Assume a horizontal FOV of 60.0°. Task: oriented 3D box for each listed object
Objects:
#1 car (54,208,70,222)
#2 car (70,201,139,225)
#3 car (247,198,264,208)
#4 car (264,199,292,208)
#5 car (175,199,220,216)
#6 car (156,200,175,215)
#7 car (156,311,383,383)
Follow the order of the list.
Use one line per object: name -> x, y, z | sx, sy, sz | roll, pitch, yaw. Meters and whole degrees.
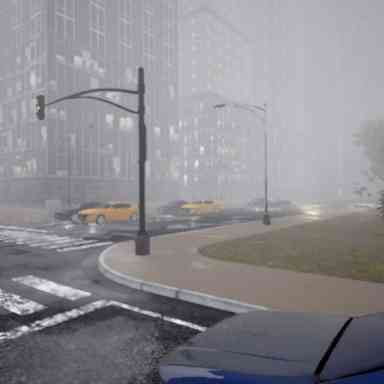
car -> -8.361, 1.491, 26.327 | 1.882, 1.535, 5.008 | -1, -1, 37
car -> -5.895, 1.455, 24.200 | 1.882, 1.535, 5.008 | -1, 0, 37
car -> 10.026, 1.573, 50.540 | 1.812, 1.442, 4.674 | -1, -1, 38
car -> 12.921, 1.614, 48.971 | 1.895, 1.301, 4.718 | -1, -1, 38
car -> 0.856, 1.469, 33.128 | 1.882, 1.535, 5.008 | -1, 0, 37
car -> -1.721, 1.552, 35.108 | 1.812, 1.442, 4.674 | -1, -1, 37
car -> 2.211, 1.550, 2.105 | 5.357, 1.411, 2.033 | 0, 0, 36
